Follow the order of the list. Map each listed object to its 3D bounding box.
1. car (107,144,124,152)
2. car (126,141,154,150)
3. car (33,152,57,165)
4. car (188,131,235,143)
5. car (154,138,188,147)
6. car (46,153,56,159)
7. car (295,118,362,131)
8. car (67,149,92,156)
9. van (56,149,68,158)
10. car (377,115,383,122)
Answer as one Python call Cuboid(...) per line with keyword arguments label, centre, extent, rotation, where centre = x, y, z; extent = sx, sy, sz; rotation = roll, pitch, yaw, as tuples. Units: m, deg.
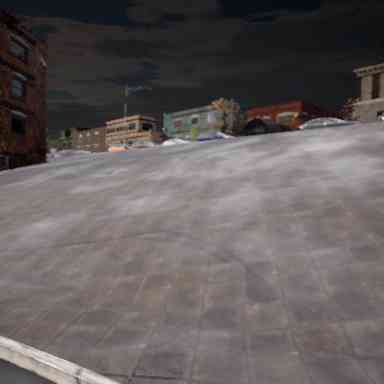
Cuboid(label="car", centre=(-9.237, -5.493, 43.620), extent=(2.185, 1.767, 4.553), rotation=(0, 2, -43))
Cuboid(label="car", centre=(-5.441, -5.319, 39.615), extent=(2.185, 1.767, 4.553), rotation=(0, 2, -43))
Cuboid(label="car", centre=(-28.174, -6.422, 63.602), extent=(2.435, 2.045, 5.566), rotation=(0, 1, -43))
Cuboid(label="car", centre=(2.238, -4.959, 31.512), extent=(2.185, 1.767, 4.553), rotation=(0, 2, -43))
Cuboid(label="car", centre=(-1.543, -4.970, 35.500), extent=(2.002, 1.452, 4.674), rotation=(0, 2, -43))
Cuboid(label="car", centre=(-24.406, -5.981, 59.626), extent=(2.002, 1.452, 4.674), rotation=(0, 1, -43))
Cuboid(label="car", centre=(9.757, -4.476, 23.577), extent=(2.231, 1.521, 4.892), rotation=(0, 2, -43))
Cuboid(label="car", centre=(-16.815, -5.703, 51.615), extent=(2.231, 1.521, 4.892), rotation=(0, 2, -43))
Cuboid(label="van", centre=(-20.521, -6.088, 55.527), extent=(1.878, 1.987, 4.442), rotation=(0, 1, -43))
Cuboid(label="car", centre=(13.557, -4.284, 19.578), extent=(2.231, 1.521, 4.892), rotation=(0, 2, -44))
